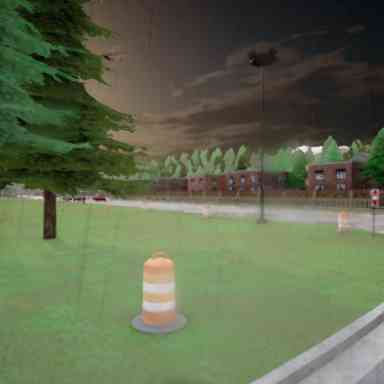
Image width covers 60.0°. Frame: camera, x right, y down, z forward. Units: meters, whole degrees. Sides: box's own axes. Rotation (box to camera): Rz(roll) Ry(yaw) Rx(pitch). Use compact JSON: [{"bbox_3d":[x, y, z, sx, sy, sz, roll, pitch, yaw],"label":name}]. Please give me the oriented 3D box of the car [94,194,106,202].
[{"bbox_3d":[-24.204,1.549,86.733,2.150,2.045,5.566,0,0,-32],"label":"car"}]
